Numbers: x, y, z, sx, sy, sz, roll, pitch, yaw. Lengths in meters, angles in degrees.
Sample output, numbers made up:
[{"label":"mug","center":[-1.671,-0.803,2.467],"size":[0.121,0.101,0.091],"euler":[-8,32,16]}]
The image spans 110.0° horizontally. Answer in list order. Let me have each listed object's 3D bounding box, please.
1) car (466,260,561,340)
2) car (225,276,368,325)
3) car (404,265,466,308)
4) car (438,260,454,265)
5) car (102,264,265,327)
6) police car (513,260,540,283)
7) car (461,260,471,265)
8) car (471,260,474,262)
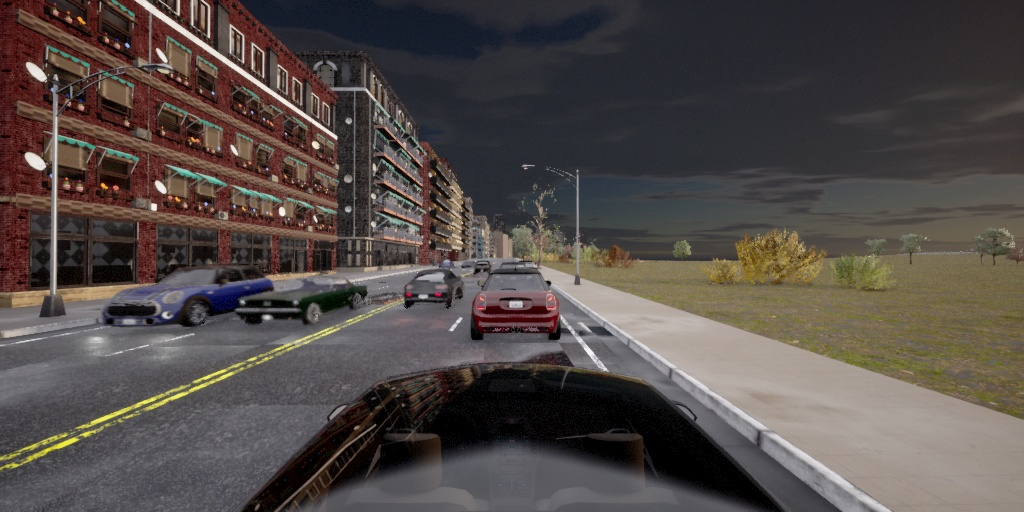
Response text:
[{"label":"car","center":[0.080,1.103,10.112],"size":[2.097,1.767,4.553],"euler":[0,0,0]},{"label":"car","center":[-6.615,1.352,11.899],"size":[1.895,1.301,4.718],"euler":[0,0,0]},{"label":"car","center":[-3.172,1.278,15.106],"size":[1.812,1.442,4.674],"euler":[0,0,0]},{"label":"car","center":[-9.918,1.278,54.312],"size":[1.812,1.442,4.674],"euler":[0,0,0]},{"label":"car","center":[-9.867,1.103,11.480],"size":[2.097,1.767,4.553],"euler":[0,0,0]},{"label":"police car","center":[1.096,1.179,29.380],"size":[1.930,1.638,5.238],"euler":[0,0,0]},{"label":"car","center":[-6.669,1.316,55.286],"size":[1.994,1.385,4.181],"euler":[0,0,0]},{"label":"car","center":[-3.207,1.258,40.761],"size":[1.837,1.490,4.892],"euler":[0,0,0]}]
